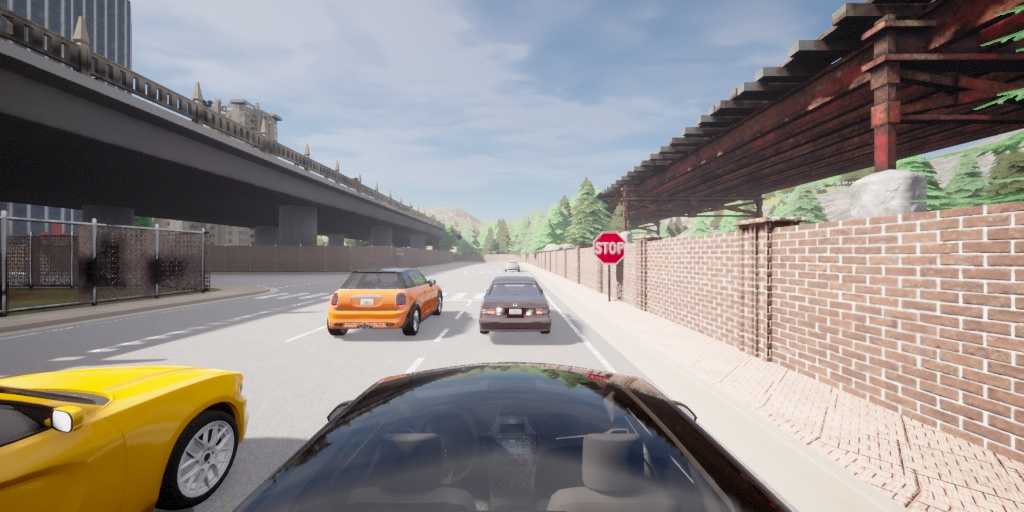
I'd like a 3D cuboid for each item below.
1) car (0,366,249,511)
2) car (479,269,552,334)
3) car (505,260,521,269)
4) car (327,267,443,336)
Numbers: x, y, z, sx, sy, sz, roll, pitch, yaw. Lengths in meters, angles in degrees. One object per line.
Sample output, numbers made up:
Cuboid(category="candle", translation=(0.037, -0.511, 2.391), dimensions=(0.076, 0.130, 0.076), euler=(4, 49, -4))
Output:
Cuboid(category="car", translation=(-3.398, 1.228, 1.319), dimensions=(1.882, 1.535, 5.008), euler=(0, 0, 0))
Cuboid(category="car", translation=(0.074, 1.297, 10.600), dimensions=(2.033, 1.411, 5.357), euler=(0, 0, 0))
Cuboid(category="car", translation=(0.052, 1.276, 46.301), dimensions=(1.812, 1.442, 4.674), euler=(0, 0, -1))
Cuboid(category="car", translation=(-3.427, 1.102, 10.576), dimensions=(2.097, 1.767, 4.553), euler=(0, 0, 0))
